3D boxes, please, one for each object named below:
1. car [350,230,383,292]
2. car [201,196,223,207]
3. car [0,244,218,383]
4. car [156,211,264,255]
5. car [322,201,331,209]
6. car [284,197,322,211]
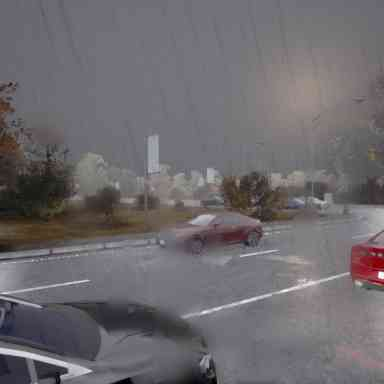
[{"bbox_3d":[5.726,1.445,7.825,5.008,1.535,1.882,0,0,-35],"label":"car"},{"bbox_3d":[3.233,1.299,46.872,1.837,1.490,4.892,-1,0,-39],"label":"car"},{"bbox_3d":[-1.990,1.492,2.310,4.902,1.511,2.128,0,0,-35],"label":"car"},{"bbox_3d":[0.847,1.499,13.158,4.674,1.442,1.812,0,0,-35],"label":"car"},{"bbox_3d":[13.918,1.282,39.172,1.812,1.442,4.674,-1,0,-39],"label":"car"},{"bbox_3d":[11.132,1.334,37.020,2.033,1.411,5.357,-1,0,-39],"label":"car"}]
